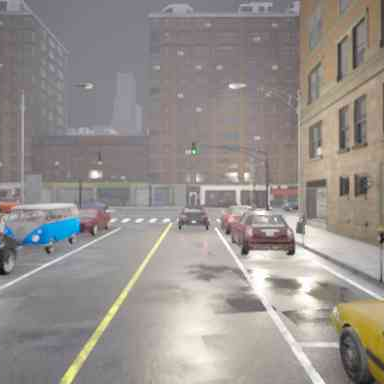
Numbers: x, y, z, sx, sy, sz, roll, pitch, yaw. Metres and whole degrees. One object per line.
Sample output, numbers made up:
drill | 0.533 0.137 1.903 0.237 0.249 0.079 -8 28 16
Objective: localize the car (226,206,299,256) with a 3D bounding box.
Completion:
car | 2.675 1.464 13.336 1.967 1.590 4.097 1 0 0

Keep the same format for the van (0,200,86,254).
van | -5.849 1.364 13.337 1.690 1.788 3.998 1 0 0

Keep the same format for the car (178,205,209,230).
car | 0.095 1.564 21.461 1.812 1.442 4.674 0 0 0

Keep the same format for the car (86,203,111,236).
car | -5.851 1.578 18.819 1.887 1.381 4.507 1 0 0

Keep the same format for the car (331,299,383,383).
car | 2.675 1.529 2.541 1.752 1.417 4.829 1 0 0

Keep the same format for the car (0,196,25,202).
car | -16.386 1.243 31.719 4.553 1.767 2.097 0 -1 0

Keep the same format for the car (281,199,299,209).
car | 13.458 1.590 41.483 4.553 1.767 2.097 0 -1 0

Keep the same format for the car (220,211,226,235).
car | 2.675 1.474 18.819 1.967 1.590 4.097 1 0 0

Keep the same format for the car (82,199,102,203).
car | -12.558 1.549 38.807 5.357 1.411 2.033 0 -1 -2

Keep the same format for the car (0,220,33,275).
car | -5.851 1.579 7.854 1.947 1.339 4.313 1 0 0

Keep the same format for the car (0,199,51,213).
car | -17.982 1.466 34.976 5.357 1.411 2.033 0 -1 0
